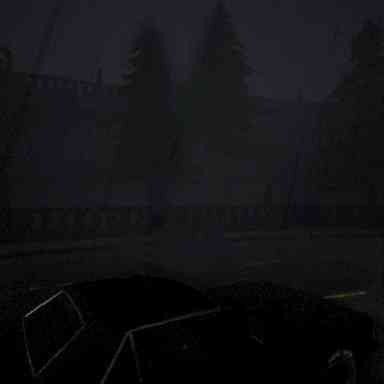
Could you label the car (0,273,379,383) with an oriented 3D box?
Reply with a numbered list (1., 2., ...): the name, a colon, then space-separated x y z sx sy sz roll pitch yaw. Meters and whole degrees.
1. car: -0.223 1.602 3.479 4.718 1.301 1.895 0 0 -30
